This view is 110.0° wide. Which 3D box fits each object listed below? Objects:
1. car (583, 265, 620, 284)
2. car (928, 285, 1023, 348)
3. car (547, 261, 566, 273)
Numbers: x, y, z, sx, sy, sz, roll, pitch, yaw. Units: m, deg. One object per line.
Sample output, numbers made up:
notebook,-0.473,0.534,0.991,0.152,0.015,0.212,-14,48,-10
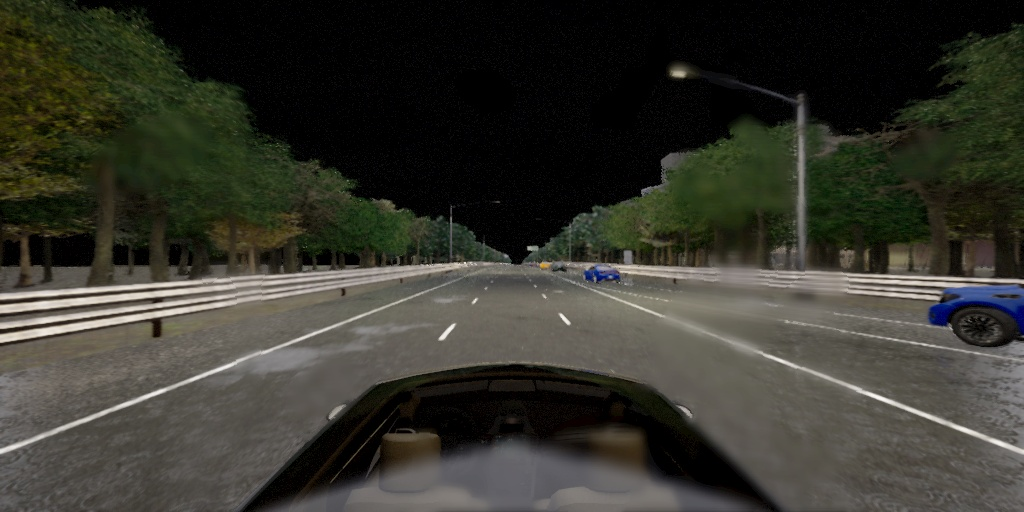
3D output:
car,7.433,1.495,30.174,1.882,1.535,5.008,0,0,-5
car,12.090,1.045,6.745,2.150,2.045,5.566,0,0,-18
car,6.970,1.586,54.849,2.097,1.767,4.553,0,-1,0
